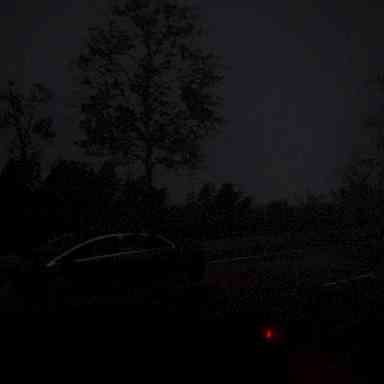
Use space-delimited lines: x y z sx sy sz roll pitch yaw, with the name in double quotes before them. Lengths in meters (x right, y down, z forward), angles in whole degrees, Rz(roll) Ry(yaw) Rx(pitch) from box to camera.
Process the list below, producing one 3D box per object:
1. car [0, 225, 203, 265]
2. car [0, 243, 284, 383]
"car" -1.958 1.473 6.669 4.902 1.511 2.128 0 0 -34
"car" -1.575 1.539 2.785 5.357 1.411 2.033 0 0 -35
